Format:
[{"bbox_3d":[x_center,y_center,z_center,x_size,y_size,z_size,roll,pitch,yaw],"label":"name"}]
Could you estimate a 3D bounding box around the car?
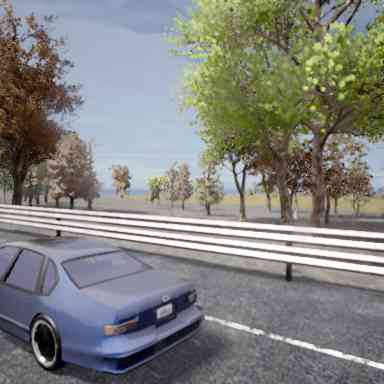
[{"bbox_3d":[-2.373,1.486,5.588,5.357,1.411,2.033,1,0,36],"label":"car"}]
